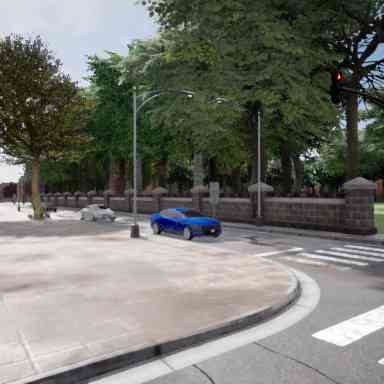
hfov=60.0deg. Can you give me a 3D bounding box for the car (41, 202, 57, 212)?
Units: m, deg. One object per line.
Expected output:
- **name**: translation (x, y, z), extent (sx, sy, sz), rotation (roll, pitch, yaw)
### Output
- **car**: translation (-19.918, 2.085, 45.480), extent (1.994, 1.385, 4.181), rotation (0, -1, -35)

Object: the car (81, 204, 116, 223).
- **car**: translation (-8.256, 1.798, 28.991), extent (1.812, 1.442, 4.674), rotation (0, 0, -36)

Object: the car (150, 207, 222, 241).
- **car**: translation (-0.449, 1.615, 18.057), extent (1.882, 1.535, 5.008), rotation (0, 0, -36)
